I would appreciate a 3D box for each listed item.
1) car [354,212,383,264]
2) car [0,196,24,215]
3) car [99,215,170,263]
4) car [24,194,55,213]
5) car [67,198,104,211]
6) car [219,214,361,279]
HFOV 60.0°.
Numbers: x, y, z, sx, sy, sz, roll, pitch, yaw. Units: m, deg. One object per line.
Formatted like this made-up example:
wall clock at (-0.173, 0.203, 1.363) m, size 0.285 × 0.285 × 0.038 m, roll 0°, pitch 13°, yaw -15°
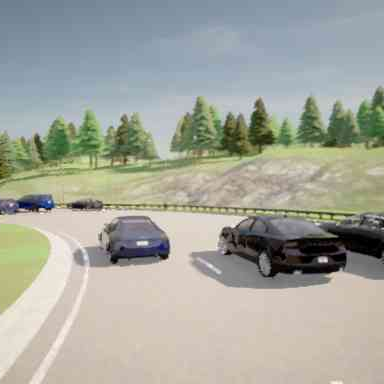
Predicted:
car at (5.855, 1.367, 10.471) m, size 2.128 × 1.511 × 4.902 m, roll 0°, pitch 0°, yaw -14°
car at (-20.936, 1.471, 35.943) m, size 4.553 × 1.767 × 2.097 m, roll -1°, pitch 1°, yaw 26°
car at (-2.199, 1.540, 12.079) m, size 1.994 × 1.385 × 4.181 m, roll -1°, pitch 0°, yaw -20°
car at (-18.636, 1.297, 38.946) m, size 5.566 × 2.045 × 2.150 m, roll -1°, pitch 0°, yaw 25°
car at (-12.786, 1.486, 39.795) m, size 4.902 × 1.511 × 2.128 m, roll -1°, pitch 0°, yaw 28°
car at (2.372, 1.402, 10.044) m, size 1.882 × 1.535 × 5.008 m, roll 0°, pitch 0°, yaw -15°
